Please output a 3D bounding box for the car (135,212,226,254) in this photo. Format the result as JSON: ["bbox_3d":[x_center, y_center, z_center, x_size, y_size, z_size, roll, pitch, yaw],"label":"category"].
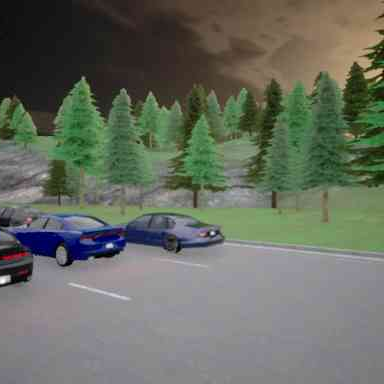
[{"bbox_3d":[-1.299,1.540,13.497,5.357,1.411,2.033,0,0,35],"label":"car"}]

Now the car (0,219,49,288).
[{"bbox_3d":[-5.775,1.499,8.091,4.892,1.490,1.837,1,0,35],"label":"car"}]

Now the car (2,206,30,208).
[{"bbox_3d":[-10.604,1.530,20.066,5.357,1.411,2.033,0,0,35],"label":"car"}]

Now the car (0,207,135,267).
[{"bbox_3d":[-4.499,1.469,11.474,5.008,1.535,1.882,0,0,36],"label":"car"}]
